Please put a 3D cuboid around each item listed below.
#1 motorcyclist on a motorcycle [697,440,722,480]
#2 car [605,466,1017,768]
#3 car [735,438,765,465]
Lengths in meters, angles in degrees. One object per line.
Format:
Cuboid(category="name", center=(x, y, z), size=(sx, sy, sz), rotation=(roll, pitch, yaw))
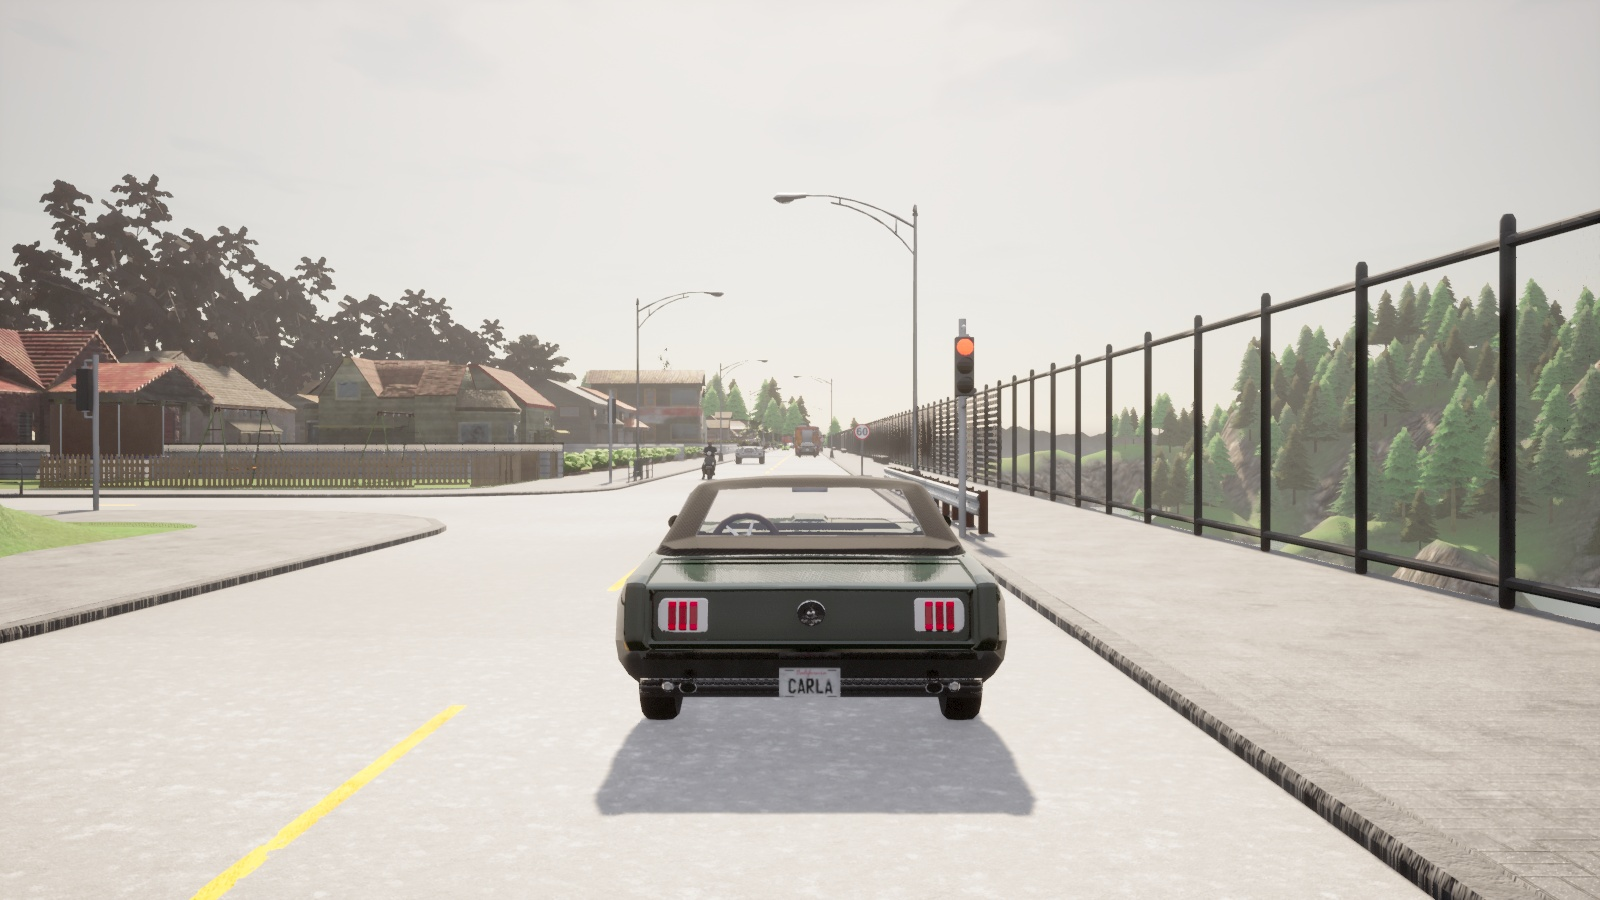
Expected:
Cuboid(category="motorcyclist on a motorcycle", center=(-3.688, 0.407, 51.439), size=(0.866, 1.590, 1.817), rotation=(0, 0, 0))
Cuboid(category="car", center=(0.062, 0.801, 8.138), size=(1.895, 1.301, 4.718), rotation=(0, 0, 0))
Cuboid(category="car", center=(-3.479, 0.063, 88.046), size=(1.932, 1.855, 4.605), rotation=(0, 0, 0))
